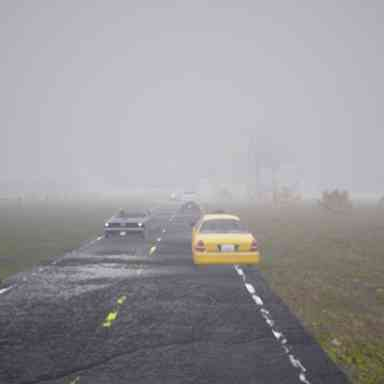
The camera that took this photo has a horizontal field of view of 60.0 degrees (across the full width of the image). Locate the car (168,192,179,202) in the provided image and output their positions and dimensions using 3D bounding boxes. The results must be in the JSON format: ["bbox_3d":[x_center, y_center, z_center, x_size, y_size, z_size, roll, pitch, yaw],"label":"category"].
[{"bbox_3d":[-3.228,1.055,59.508,2.033,1.411,5.357,0,0,0],"label":"car"}]

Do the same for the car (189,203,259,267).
[{"bbox_3d":[0.886,1.364,10.949,1.801,1.575,5.366,0,0,0],"label":"car"}]

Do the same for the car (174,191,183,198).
[{"bbox_3d":[-3.367,0.688,85.761,2.097,1.767,4.553,0,0,0],"label":"car"}]

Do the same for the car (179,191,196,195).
[{"bbox_3d":[-0.315,0.823,47.521,2.150,2.045,5.566,0,0,0],"label":"car"}]

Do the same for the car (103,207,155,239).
[{"bbox_3d":[-2.968,1.463,16.465,1.895,1.301,4.718,0,0,0],"label":"car"}]

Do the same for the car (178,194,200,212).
[{"bbox_3d":[-0.188,1.237,34.860,1.812,1.442,4.674,0,0,0],"label":"car"}]
